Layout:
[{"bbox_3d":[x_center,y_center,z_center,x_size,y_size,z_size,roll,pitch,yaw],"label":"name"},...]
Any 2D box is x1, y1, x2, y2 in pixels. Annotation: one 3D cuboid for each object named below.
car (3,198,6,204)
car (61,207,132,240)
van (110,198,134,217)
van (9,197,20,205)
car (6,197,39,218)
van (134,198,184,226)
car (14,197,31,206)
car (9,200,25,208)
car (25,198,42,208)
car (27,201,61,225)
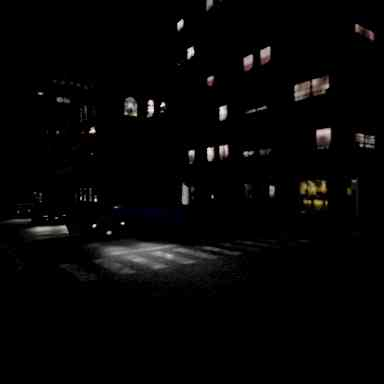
[{"bbox_3d":[-44.563,2.325,81.733,1.887,1.381,4.507,-2,1,-36],"label":"car"},{"bbox_3d":[-5.282,1.677,17.853,1.895,1.301,4.718,-1,0,-36],"label":"car"},{"bbox_3d":[-5.499,1.416,27.967,1.690,1.788,3.998,-2,1,-36],"label":"van"},{"bbox_3d":[-41.314,2.061,77.251,1.690,1.788,3.998,-2,1,-36],"label":"van"},{"bbox_3d":[-17.529,1.512,34.717,2.150,2.045,5.566,-1,0,-36],"label":"car"},{"bbox_3d":[-2.243,1.360,23.487,1.690,1.788,3.998,-2,1,-36],"label":"van"},{"bbox_3d":[-34.803,1.915,68.289,2.192,1.841,5.009,-2,1,-36],"label":"car"},{"bbox_3d":[-30.725,2.126,58.307,1.895,1.301,4.718,-1,0,-36],"label":"car"},{"bbox_3d":[-28.288,1.921,59.331,1.967,1.590,4.097,-2,1,-36],"label":"car"},{"bbox_3d":[-11.267,1.685,26.087,1.837,1.490,4.892,-1,0,-36],"label":"car"}]
